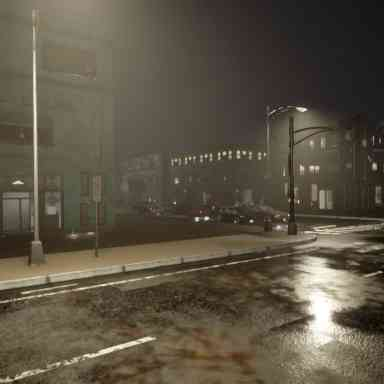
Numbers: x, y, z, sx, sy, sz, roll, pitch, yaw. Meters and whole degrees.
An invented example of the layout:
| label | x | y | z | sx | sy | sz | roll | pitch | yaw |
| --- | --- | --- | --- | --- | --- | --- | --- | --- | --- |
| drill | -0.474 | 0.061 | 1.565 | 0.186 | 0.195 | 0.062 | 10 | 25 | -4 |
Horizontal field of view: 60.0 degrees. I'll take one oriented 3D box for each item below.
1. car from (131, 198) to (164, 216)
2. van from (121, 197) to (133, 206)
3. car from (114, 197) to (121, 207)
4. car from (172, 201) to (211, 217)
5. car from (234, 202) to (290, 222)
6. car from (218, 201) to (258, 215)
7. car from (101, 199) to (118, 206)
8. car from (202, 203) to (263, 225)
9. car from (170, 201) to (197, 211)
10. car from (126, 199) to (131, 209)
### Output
| label | x | y | z | sx | sy | sz | roll | pitch | yaw |
| --- | --- | --- | --- | --- | --- | --- | --- | --- | --- |
| car | -4.836 | 1.845 | 37.687 | 1.967 | 1.590 | 4.097 | -1 | 0 | -35 |
| van | -10.856 | 1.906 | 60.585 | 1.690 | 1.788 | 3.998 | -1 | 0 | -35 |
| car | -14.067 | 1.939 | 65.094 | 2.192 | 1.841 | 5.009 | -1 | 0 | -35 |
| car | -0.289 | 1.895 | 35.767 | 1.994 | 1.385 | 4.181 | -1 | 0 | -37 |
| car | 5.523 | 1.764 | 27.626 | 2.033 | 1.411 | 5.357 | -1 | 0 | -36 |
| car | 5.202 | 1.809 | 38.041 | 2.008 | 1.369 | 4.403 | -2 | 0 | -35 |
| car | -17.272 | 2.226 | 69.603 | 1.887 | 1.381 | 4.507 | -1 | 0 | -35 |
| car | 3.117 | 1.814 | 26.314 | 1.947 | 1.339 | 4.313 | -2 | 0 | -35 |
| car | -1.218 | 1.965 | 47.059 | 1.802 | 1.307 | 4.206 | -2 | 0 | -35 |
| car | -6.388 | 1.997 | 44.367 | 2.033 | 1.411 | 5.357 | -1 | 0 | -35 |
